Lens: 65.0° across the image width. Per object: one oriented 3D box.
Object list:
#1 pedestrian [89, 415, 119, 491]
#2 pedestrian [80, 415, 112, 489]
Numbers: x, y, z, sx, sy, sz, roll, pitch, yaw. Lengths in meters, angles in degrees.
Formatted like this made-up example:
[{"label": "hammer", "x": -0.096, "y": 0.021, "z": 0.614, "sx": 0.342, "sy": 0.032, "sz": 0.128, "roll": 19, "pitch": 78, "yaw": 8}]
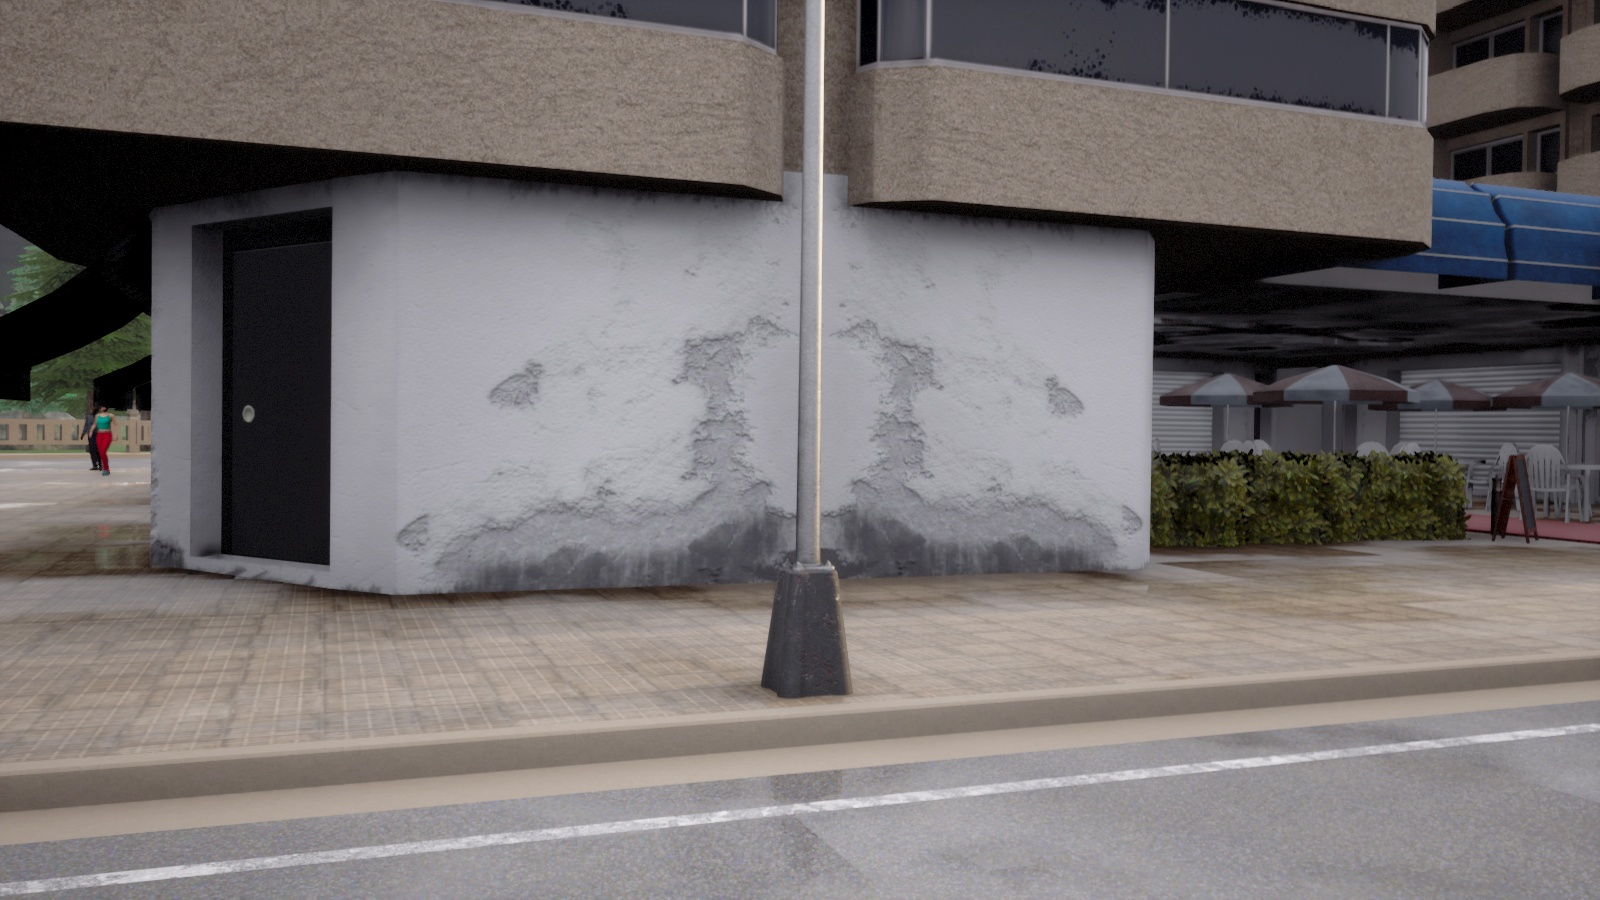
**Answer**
[{"label": "pedestrian", "x": -16.975, "y": 0.075, "z": 30.642, "sx": 0.345, "sy": 1.836, "sz": 0.594, "roll": 0, "pitch": 1, "yaw": 3}, {"label": "pedestrian", "x": -18.840, "y": 0.038, "z": 33.610, "sx": 0.423, "sy": 1.949, "sz": 0.788, "roll": -1, "pitch": 1, "yaw": -6}]
